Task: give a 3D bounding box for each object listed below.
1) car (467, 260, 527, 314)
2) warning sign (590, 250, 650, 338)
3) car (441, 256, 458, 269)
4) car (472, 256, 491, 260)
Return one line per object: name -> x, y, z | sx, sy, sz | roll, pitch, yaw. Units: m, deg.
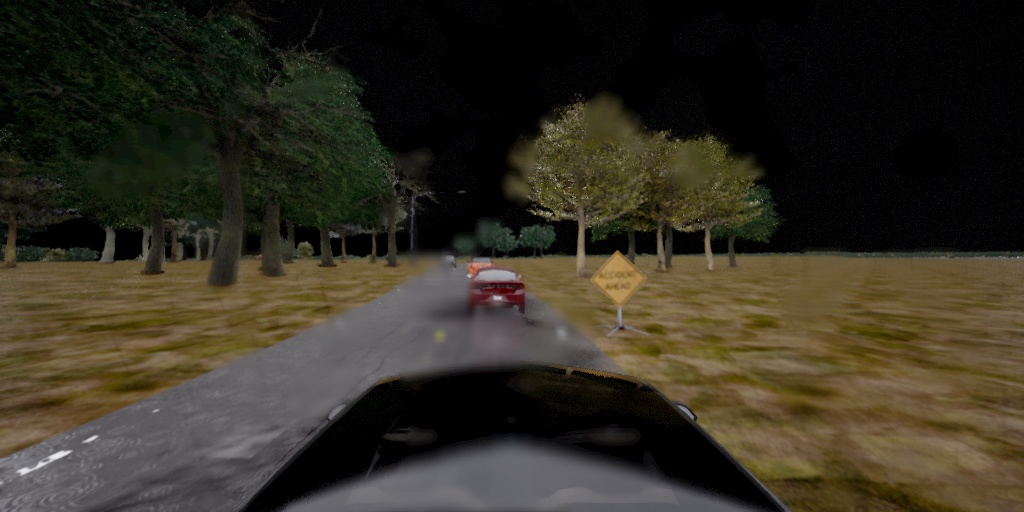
car -> -0.619, 1.107, 13.316 | 1.882, 1.535, 5.008 | 0, 1, -5
warning sign -> 2.460, 0.797, 8.141 | 1.300, 1.860, 1.060 | 0, 0, -3
car -> -7.768, 0.788, 44.801 | 1.882, 1.535, 5.008 | 0, 1, -7
car -> -2.505, 0.814, 29.062 | 2.097, 1.767, 4.553 | 0, 1, -7
